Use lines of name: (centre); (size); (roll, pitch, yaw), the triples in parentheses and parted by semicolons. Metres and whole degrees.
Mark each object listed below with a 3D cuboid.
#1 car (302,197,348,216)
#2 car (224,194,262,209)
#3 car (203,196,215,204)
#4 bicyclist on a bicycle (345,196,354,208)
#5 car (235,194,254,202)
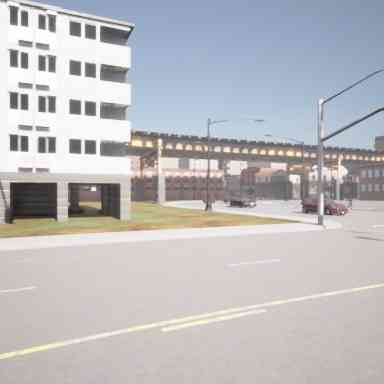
car: (13.153, 1.349, 33.082); (2.097, 1.767, 4.553); (0, 0, -25)
car: (7.014, 1.489, 46.294); (2.128, 1.511, 4.902); (0, 0, -24)
car: (3.371, 1.474, 65.823); (1.882, 1.535, 5.008); (0, 0, 12)
bicyclist on a bicycle: (20.487, 1.299, 43.306); (1.656, 1.620, 0.582); (0, 0, -25)
car: (11.948, 1.349, 75.699); (2.097, 1.767, 4.553); (0, 0, 41)
